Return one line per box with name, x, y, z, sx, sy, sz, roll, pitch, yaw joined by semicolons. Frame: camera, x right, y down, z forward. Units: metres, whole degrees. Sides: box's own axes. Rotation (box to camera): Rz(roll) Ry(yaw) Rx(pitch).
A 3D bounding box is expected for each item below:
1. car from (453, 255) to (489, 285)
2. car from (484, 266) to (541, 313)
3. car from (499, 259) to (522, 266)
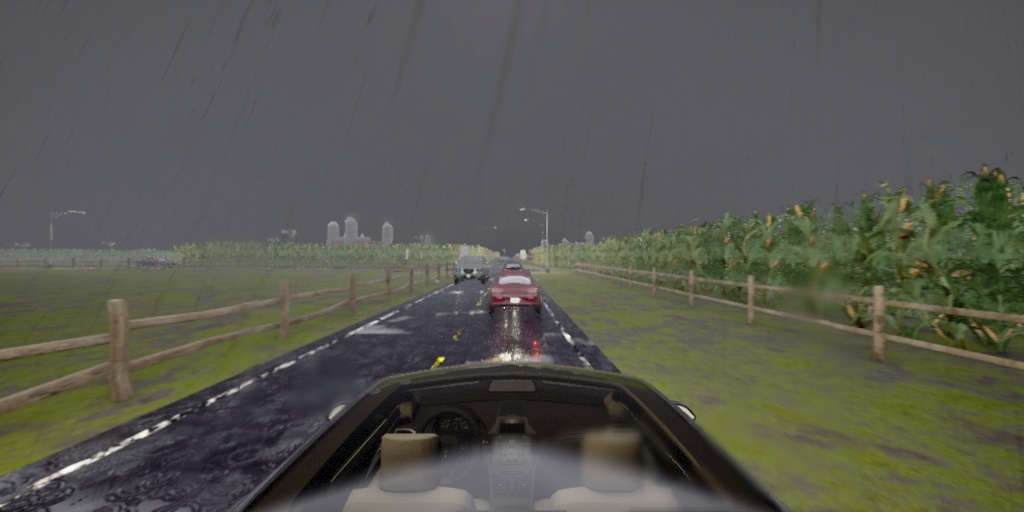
car;-2.849;0.954;26.210;2.150;2.045;5.566;0;0;0
car;0.097;1.268;13.889;1.812;1.442;4.674;0;0;0
car;0.090;1.234;29.164;1.837;1.490;4.892;0;0;0
